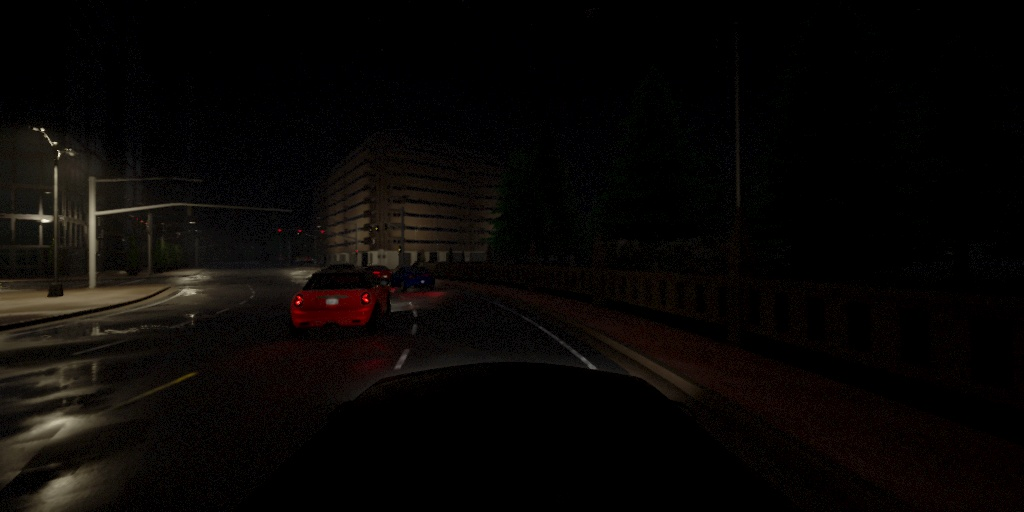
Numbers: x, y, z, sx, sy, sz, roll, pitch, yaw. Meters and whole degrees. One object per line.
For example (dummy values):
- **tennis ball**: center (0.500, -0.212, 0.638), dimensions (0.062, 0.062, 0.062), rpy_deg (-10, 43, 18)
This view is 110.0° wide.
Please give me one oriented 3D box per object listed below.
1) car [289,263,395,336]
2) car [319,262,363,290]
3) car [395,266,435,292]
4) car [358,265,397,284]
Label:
- **car**: center (-5.044, 1.192, 11.138), dimensions (2.097, 1.767, 4.553), rpy_deg (0, 0, -13)
- **car**: center (-12.339, 1.328, 25.711), dimensions (2.097, 1.767, 4.553), rpy_deg (0, 0, -35)
- **car**: center (-6.566, 1.395, 23.337), dimensions (1.882, 1.535, 5.008), rpy_deg (0, 0, -31)
- **car**: center (-11.744, 1.525, 31.052), dimensions (1.812, 1.442, 4.674), rpy_deg (0, 0, -38)
